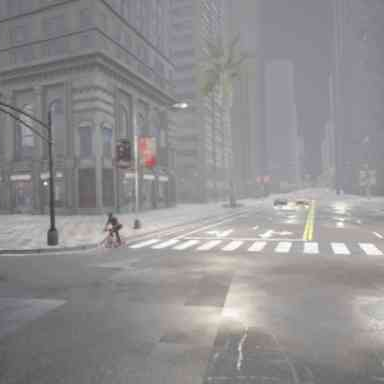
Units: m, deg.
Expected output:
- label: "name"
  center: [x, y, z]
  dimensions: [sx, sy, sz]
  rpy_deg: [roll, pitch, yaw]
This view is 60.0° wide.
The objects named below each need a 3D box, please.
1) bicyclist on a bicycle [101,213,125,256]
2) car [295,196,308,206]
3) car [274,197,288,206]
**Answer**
- label: "bicyclist on a bicycle"
  center: [-3.123, 1.637, 13.215]
  dimensions: [0.582, 1.620, 1.656]
  rpy_deg: [-2, -1, 20]
- label: "car"
  center: [17.674, 1.363, 53.607]
  dimensions: [1.882, 1.535, 5.008]
  rpy_deg: [-2, 0, 20]
- label: "car"
  center: [14.630, 1.547, 54.733]
  dimensions: [1.994, 1.385, 4.181]
  rpy_deg: [-2, 0, 20]
